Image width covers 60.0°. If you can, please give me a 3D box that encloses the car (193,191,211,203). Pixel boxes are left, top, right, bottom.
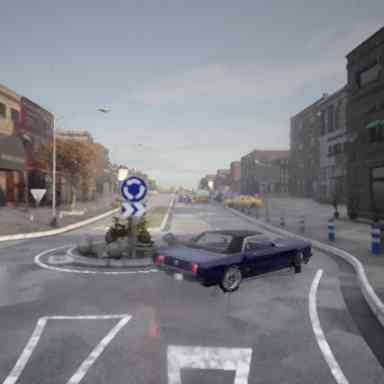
[{"bbox_3d":[1.731,0.998,56.755,1.882,1.535,5.008,0,1,-2],"label":"car"}]

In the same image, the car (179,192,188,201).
[{"bbox_3d":[-1.738,0.863,66.964,1.882,1.535,5.008,0,1,-2],"label":"car"}]

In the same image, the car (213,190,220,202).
[{"bbox_3d":[6.535,0.832,52.309,5.566,2.045,2.435,0,1,-2],"label":"car"}]

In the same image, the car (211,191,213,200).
[{"bbox_3d":[6.276,0.996,57.819,5.008,1.535,2.097,0,1,-2],"label":"car"}]

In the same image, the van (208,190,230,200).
[{"bbox_3d":[5.841,0.616,71.469,4.442,1.987,1.878,0,0,-2],"label":"van"}]

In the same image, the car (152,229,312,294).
[{"bbox_3d":[1.356,1.691,9.164,4.718,1.301,1.895,0,0,-41],"label":"car"}]

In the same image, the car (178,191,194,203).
[{"bbox_3d":[-1.274,0.864,56.854,2.097,1.767,4.553,0,1,-2],"label":"car"}]

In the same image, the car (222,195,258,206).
[{"bbox_3d":[6.732,1.226,46.808,4.674,1.452,2.002,0,1,-2],"label":"car"}]

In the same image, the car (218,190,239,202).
[{"bbox_3d":[6.586,1.007,49.557,4.553,1.767,2.185,0,1,-2],"label":"car"}]

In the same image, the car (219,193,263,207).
[{"bbox_3d":[6.655,1.238,44.045,5.366,1.575,1.946,0,1,-2],"label":"car"}]

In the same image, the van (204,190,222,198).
[{"bbox_3d":[5.155,0.555,82.599,4.442,1.987,1.878,0,0,-2],"label":"van"}]

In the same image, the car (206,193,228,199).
[{"bbox_3d":[5.611,0.861,74.341,4.674,1.452,2.002,0,0,-2],"label":"car"}]
